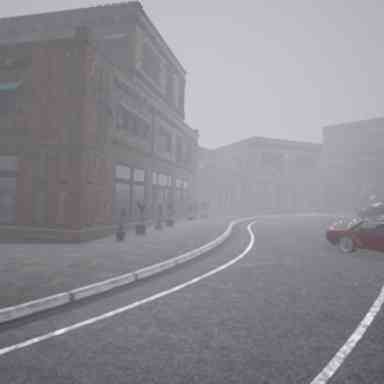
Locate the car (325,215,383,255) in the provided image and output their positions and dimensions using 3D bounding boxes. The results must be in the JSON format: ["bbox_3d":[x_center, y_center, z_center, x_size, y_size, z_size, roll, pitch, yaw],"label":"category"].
[{"bbox_3d":[7.085,1.651,11.473,1.895,1.301,4.718,2,-2,-26],"label":"car"}]

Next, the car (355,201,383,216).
[{"bbox_3d":[17.273,1.584,30.242,4.674,1.442,1.812,1,-2,-4],"label":"car"}]
